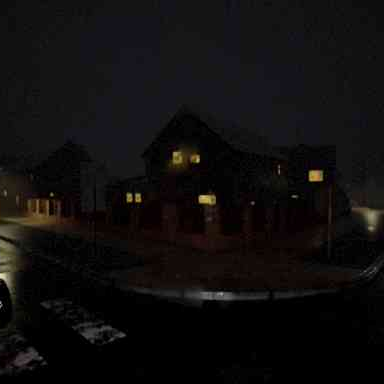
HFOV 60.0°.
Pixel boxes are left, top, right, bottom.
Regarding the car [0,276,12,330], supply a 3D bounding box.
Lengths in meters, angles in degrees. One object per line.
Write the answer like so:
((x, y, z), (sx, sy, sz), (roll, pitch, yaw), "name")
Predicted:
((-4.737, 1.585, 5.935), (1.994, 1.385, 4.181), (-2, 1, -42), "car")
